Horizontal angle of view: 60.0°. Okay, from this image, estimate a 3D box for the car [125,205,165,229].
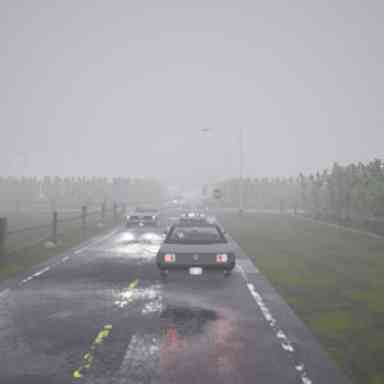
[{"bbox_3d":[-2.823,1.475,20.711,1.895,1.301,4.718,0,0,0],"label":"car"}]

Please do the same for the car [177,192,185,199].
[{"bbox_3d":[-2.834,0.768,85.958,2.097,1.767,4.553,0,0,0],"label":"car"}]

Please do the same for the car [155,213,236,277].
[{"bbox_3d":[0.093,1.541,9.956,1.895,1.301,4.718,0,0,0],"label":"car"}]

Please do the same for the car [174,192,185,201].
[{"bbox_3d":[-2.819,1.133,70.495,1.895,1.301,4.718,0,0,0],"label":"car"}]

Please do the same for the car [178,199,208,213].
[{"bbox_3d":[0.107,1.411,22.492,2.033,1.411,5.357,0,0,1],"label":"car"}]
